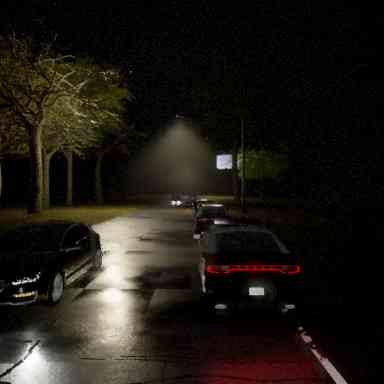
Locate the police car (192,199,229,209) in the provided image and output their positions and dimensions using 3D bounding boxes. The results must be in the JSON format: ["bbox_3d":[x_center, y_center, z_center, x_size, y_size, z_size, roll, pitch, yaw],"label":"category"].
[{"bbox_3d":[1.093,1.425,18.046,1.930,1.638,5.238,0,0,0],"label":"police car"}]

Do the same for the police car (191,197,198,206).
[{"bbox_3d":[1.107,1.420,24.044,1.930,1.638,5.238,0,0,0],"label":"police car"}]

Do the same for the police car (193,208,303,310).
[{"bbox_3d":[1.069,1.425,8.046,1.930,1.638,5.238,0,0,0],"label":"police car"}]

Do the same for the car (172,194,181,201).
[{"bbox_3d":[-3.328,1.138,71.303,2.128,1.511,4.902,0,1,0],"label":"car"}]

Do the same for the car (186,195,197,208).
[{"bbox_3d":[0.147,1.387,46.033,2.128,1.511,4.902,0,0,1],"label":"car"}]

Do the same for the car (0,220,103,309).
[{"bbox_3d":[-3.580,1.504,8.111,1.837,1.490,4.892,0,0,0],"label":"car"}]

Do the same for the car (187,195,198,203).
[{"bbox_3d":[0.158,1.277,65.584,2.033,1.411,5.357,0,1,0],"label":"car"}]
